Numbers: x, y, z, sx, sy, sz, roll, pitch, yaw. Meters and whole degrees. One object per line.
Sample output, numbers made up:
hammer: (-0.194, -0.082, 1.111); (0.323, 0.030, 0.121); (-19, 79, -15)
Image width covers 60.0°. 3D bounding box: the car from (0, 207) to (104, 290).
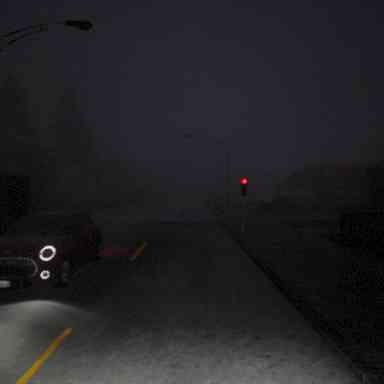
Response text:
car: (-4.000, 1.356, 9.274); (2.097, 1.767, 4.553); (0, 0, 0)
